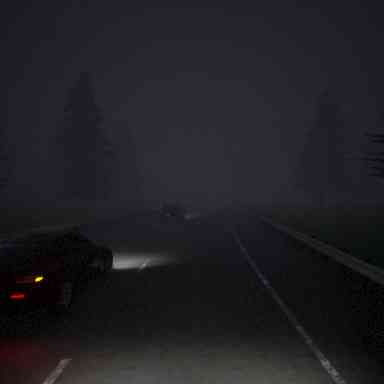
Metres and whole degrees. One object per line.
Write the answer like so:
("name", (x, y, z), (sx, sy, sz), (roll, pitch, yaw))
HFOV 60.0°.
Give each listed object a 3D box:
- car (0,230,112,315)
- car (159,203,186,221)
("car", (-3.242, 1.593, 7.610), (1.812, 1.442, 4.674), (0, 0, 2))
("car", (-1.709, 1.764, 29.971), (2.128, 1.511, 4.902), (0, -1, 6))
